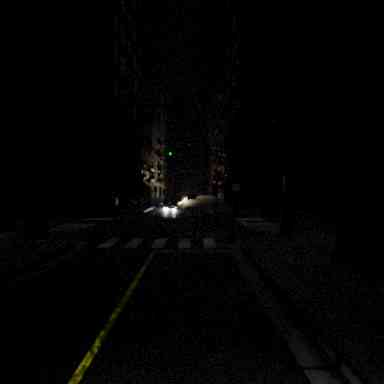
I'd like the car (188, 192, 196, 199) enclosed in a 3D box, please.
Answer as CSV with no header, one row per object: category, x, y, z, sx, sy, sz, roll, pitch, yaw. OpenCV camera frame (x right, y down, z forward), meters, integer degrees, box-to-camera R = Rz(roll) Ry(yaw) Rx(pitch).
car,-0.013,0.791,77.890,1.837,1.490,4.892,0,0,0

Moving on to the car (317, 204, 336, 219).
car,12.274,1.383,26.426,4.403,1.369,2.008,0,0,0

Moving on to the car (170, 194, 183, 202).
car,-2.798,1.112,60.567,1.994,1.385,4.181,0,0,1

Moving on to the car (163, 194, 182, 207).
car,-2.840,1.156,44.848,2.128,1.511,4.902,0,1,0

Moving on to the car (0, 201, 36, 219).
car,-14.807,1.373,26.459,4.403,1.369,2.008,0,0,0

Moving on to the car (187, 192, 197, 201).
car,-0.011,0.998,67.472,1.837,1.490,4.892,0,0,0
